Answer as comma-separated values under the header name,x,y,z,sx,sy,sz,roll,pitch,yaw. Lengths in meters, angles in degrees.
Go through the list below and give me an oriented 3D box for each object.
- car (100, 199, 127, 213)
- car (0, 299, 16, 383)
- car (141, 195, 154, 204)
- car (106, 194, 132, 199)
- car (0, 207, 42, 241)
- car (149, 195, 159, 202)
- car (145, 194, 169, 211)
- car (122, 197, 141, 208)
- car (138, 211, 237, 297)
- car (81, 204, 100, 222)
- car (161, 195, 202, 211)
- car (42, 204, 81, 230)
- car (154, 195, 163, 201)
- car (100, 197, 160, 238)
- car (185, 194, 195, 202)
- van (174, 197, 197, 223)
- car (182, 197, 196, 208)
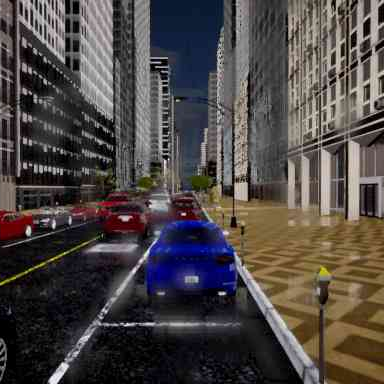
name,x,y,z,sx,sy,sz,roll,pitch,yaw
car,-8.844,1.544,37.723,2.008,1.369,4.403,-1,0,0
car,-3.050,1.490,2.106,2.128,1.511,4.902,0,0,0
car,-8.845,1.426,66.141,1.967,1.590,4.097,-1,0,0
car,-6.244,1.216,28.053,2.150,2.045,5.566,0,0,0
car,-8.843,1.542,14.989,1.887,1.381,4.507,-1,0,0
car,-8.844,1.509,77.339,1.752,1.417,4.829,-1,0,0
car,-3.047,1.216,33.444,2.150,2.045,5.566,0,0,0
car,-8.843,1.541,49.090,2.008,1.369,4.403,-1,0,0
car,-0.006,1.476,8.652,1.882,1.535,5.008,0,0,0
car,-8.843,1.577,26.356,1.802,1.307,4.206,-1,0,0
car,-0.465,1.311,20.672,2.192,1.841,5.009,-1,0,0
car,-8.844,1.547,20.672,2.008,1.369,4.403,-1,0,0
car,-8.844,1.545,88.876,1.947,1.339,4.313,-1,0,0
car,-3.147,1.347,17.844,2.097,1.767,4.553,0,0,0
car,-0.465,1.298,77.509,2.192,1.841,5.009,-1,0,0
van,-0.465,1.336,26.356,1.690,1.788,3.998,-1,0,0
car,-0.463,1.541,49.090,2.008,1.369,4.403,-1,0,0
